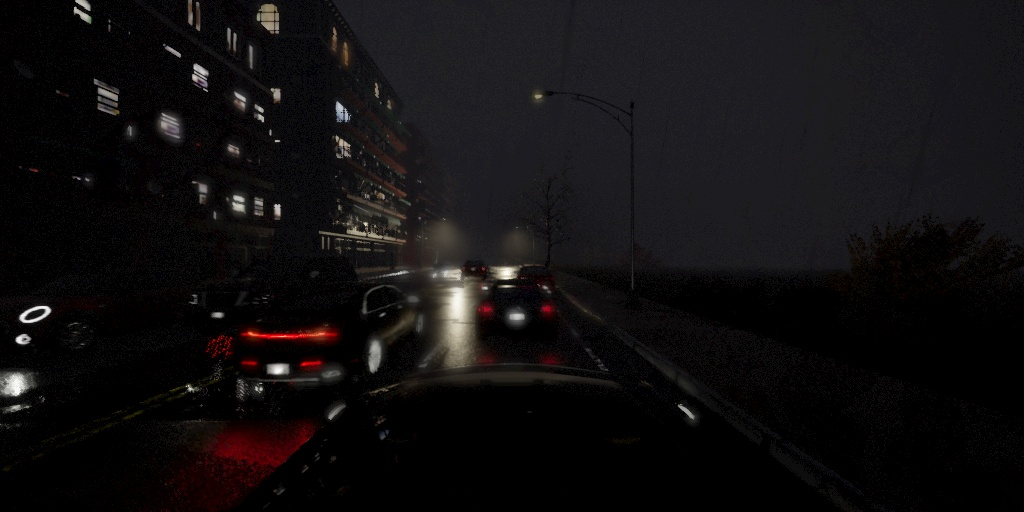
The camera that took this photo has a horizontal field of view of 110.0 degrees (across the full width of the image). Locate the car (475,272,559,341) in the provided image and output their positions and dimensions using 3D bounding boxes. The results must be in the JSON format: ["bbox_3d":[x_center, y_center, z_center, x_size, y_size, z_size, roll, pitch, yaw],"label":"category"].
[{"bbox_3d":[0.107,1.315,9.929,1.994,1.385,4.181,0,0,0],"label":"car"}]

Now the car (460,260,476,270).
[{"bbox_3d":[-6.565,1.276,53.936,1.812,1.442,4.674,0,0,0],"label":"car"}]

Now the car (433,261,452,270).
[{"bbox_3d":[-9.816,1.352,50.638,1.895,1.301,4.718,0,0,0],"label":"car"}]

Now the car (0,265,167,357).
[{"bbox_3d":[-9.846,1.103,8.686,2.097,1.767,4.553,0,0,0],"label":"car"}]

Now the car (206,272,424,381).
[{"bbox_3d":[-3.148,1.257,7.250,1.837,1.490,4.892,0,0,0],"label":"car"}]

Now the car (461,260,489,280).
[{"bbox_3d":[-3.129,1.104,31.248,2.097,1.767,4.553,0,0,0],"label":"car"}]

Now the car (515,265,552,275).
[{"bbox_3d":[1.148,1.230,18.849,1.882,1.535,5.008,0,0,0],"label":"car"}]

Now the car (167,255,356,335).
[{"bbox_3d":[-6.593,0.973,10.801,2.150,2.045,5.566,0,0,0],"label":"car"}]
